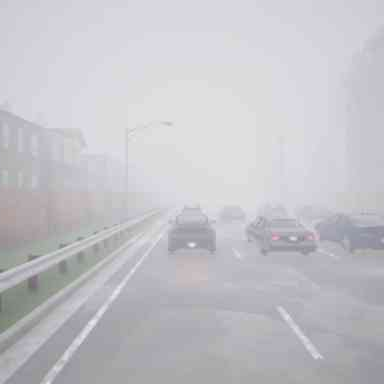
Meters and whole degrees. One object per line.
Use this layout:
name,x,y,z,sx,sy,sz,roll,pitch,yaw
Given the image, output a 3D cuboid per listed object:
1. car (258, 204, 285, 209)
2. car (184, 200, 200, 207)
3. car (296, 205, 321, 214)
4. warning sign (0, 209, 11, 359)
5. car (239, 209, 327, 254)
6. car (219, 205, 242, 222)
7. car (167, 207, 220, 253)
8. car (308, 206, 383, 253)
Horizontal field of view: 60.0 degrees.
car,6.996,1.767,29.296,2.128,1.511,4.902,0,0,0
car,-0.004,1.767,29.291,2.128,1.511,4.902,0,0,0
car,10.494,1.819,28.989,2.033,1.411,5.357,0,-1,0
warning sign,-3.051,1.153,3.868,1.300,1.860,1.060,0,-1,0
car,3.497,1.679,13.988,2.033,1.411,5.357,0,-1,0
car,3.496,1.839,29.276,1.994,1.385,4.181,0,0,0
car,0.000,1.642,14.307,1.837,1.490,4.892,0,0,0
car,7.001,1.614,14.470,1.882,1.535,5.008,0,0,0
